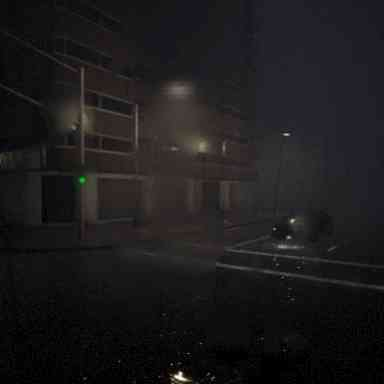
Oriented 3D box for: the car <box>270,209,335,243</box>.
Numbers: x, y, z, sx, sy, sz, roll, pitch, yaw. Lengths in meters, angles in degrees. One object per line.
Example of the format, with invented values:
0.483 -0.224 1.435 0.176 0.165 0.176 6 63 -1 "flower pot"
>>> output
5.677 1.558 16.471 2.033 1.411 5.357 0 0 35 "car"
